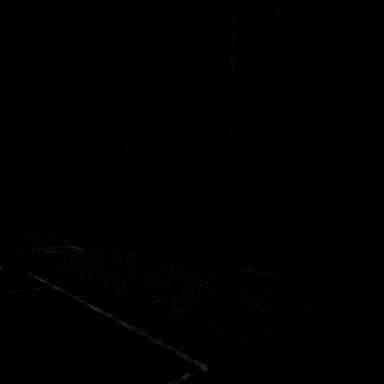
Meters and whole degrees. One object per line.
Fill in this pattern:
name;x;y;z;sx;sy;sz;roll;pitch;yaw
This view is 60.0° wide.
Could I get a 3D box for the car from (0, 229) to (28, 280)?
car;-6.233;1.723;9.698;1.887;1.381;4.507;3;-3;-43
